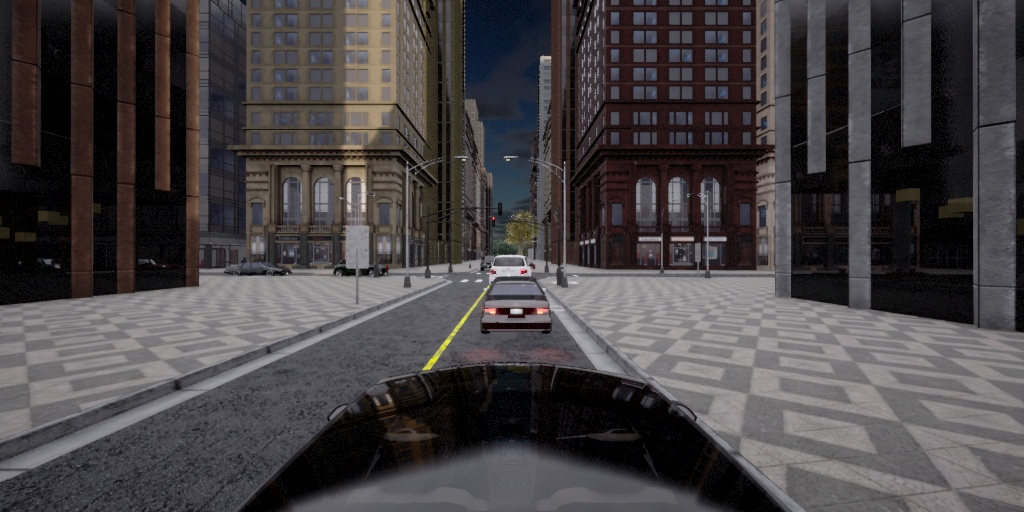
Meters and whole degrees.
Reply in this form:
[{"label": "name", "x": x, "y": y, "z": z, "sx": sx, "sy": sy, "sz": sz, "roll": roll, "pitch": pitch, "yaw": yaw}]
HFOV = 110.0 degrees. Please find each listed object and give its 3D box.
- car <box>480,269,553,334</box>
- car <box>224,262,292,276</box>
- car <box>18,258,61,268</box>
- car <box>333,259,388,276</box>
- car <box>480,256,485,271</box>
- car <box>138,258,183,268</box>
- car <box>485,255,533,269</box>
[{"label": "car", "x": 0.091, "y": 1.297, "z": 10.609, "sx": 2.033, "sy": 1.411, "sz": 5.357, "roll": 0, "pitch": 0, "yaw": 0}, {"label": "car", "x": -23.573, "y": 1.220, "z": 33.332, "sx": 5.357, "sy": 1.411, "sz": 2.033, "roll": 0, "pitch": 0, "yaw": 0}, {"label": "car", "x": -43.161, "y": 0.979, "z": 33.370, "sx": 4.553, "sy": 1.767, "sz": 2.097, "roll": 0, "pitch": 0, "yaw": 0}, {"label": "car", "x": -13.992, "y": 1.052, "z": 33.339, "sx": 4.553, "sy": 1.767, "sz": 2.097, "roll": 0, "pitch": 0, "yaw": 0}, {"label": "car", "x": -3.132, "y": 0.969, "z": 49.484, "sx": 2.150, "sy": 2.045, "sz": 5.566, "roll": 0, "pitch": 0, "yaw": -1}, {"label": "car", "x": -33.360, "y": 1.001, "z": 33.340, "sx": 4.553, "sy": 1.767, "sz": 2.097, "roll": 0, "pitch": 0, "yaw": 0}, {"label": "car", "x": 0.015, "y": 0.971, "z": 20.854, "sx": 2.150, "sy": 2.045, "sz": 5.566, "roll": 0, "pitch": 0, "yaw": 4}]
